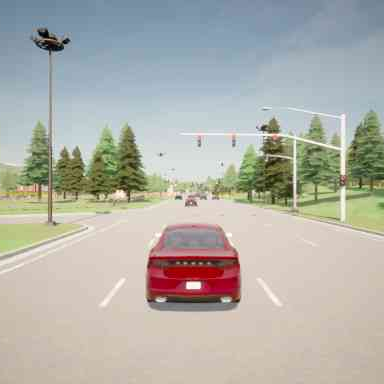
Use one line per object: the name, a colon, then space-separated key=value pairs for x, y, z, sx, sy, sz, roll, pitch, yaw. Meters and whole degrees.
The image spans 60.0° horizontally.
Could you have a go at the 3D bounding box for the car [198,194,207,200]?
car: x=3.228 y=1.524 z=94.334 sx=1.812 sy=1.442 sz=4.674 roll=0 pitch=0 yaw=0

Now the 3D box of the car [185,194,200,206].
car: x=-0.151 y=1.525 z=52.877 sx=1.812 sy=1.442 sz=4.674 roll=0 pitch=0 yaw=0

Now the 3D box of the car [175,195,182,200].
car: x=-3.772 y=1.478 z=94.313 sx=1.882 sy=1.535 sz=5.008 roll=0 pitch=0 yaw=0

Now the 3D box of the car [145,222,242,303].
car: x=0.039 y=1.478 z=8.275 sx=1.882 sy=1.535 sz=5.008 roll=0 pitch=0 yaw=0

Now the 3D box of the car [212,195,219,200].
car: x=6.728 y=1.525 z=94.344 sx=2.128 sy=1.511 sz=4.902 roll=0 pitch=0 yaw=0
